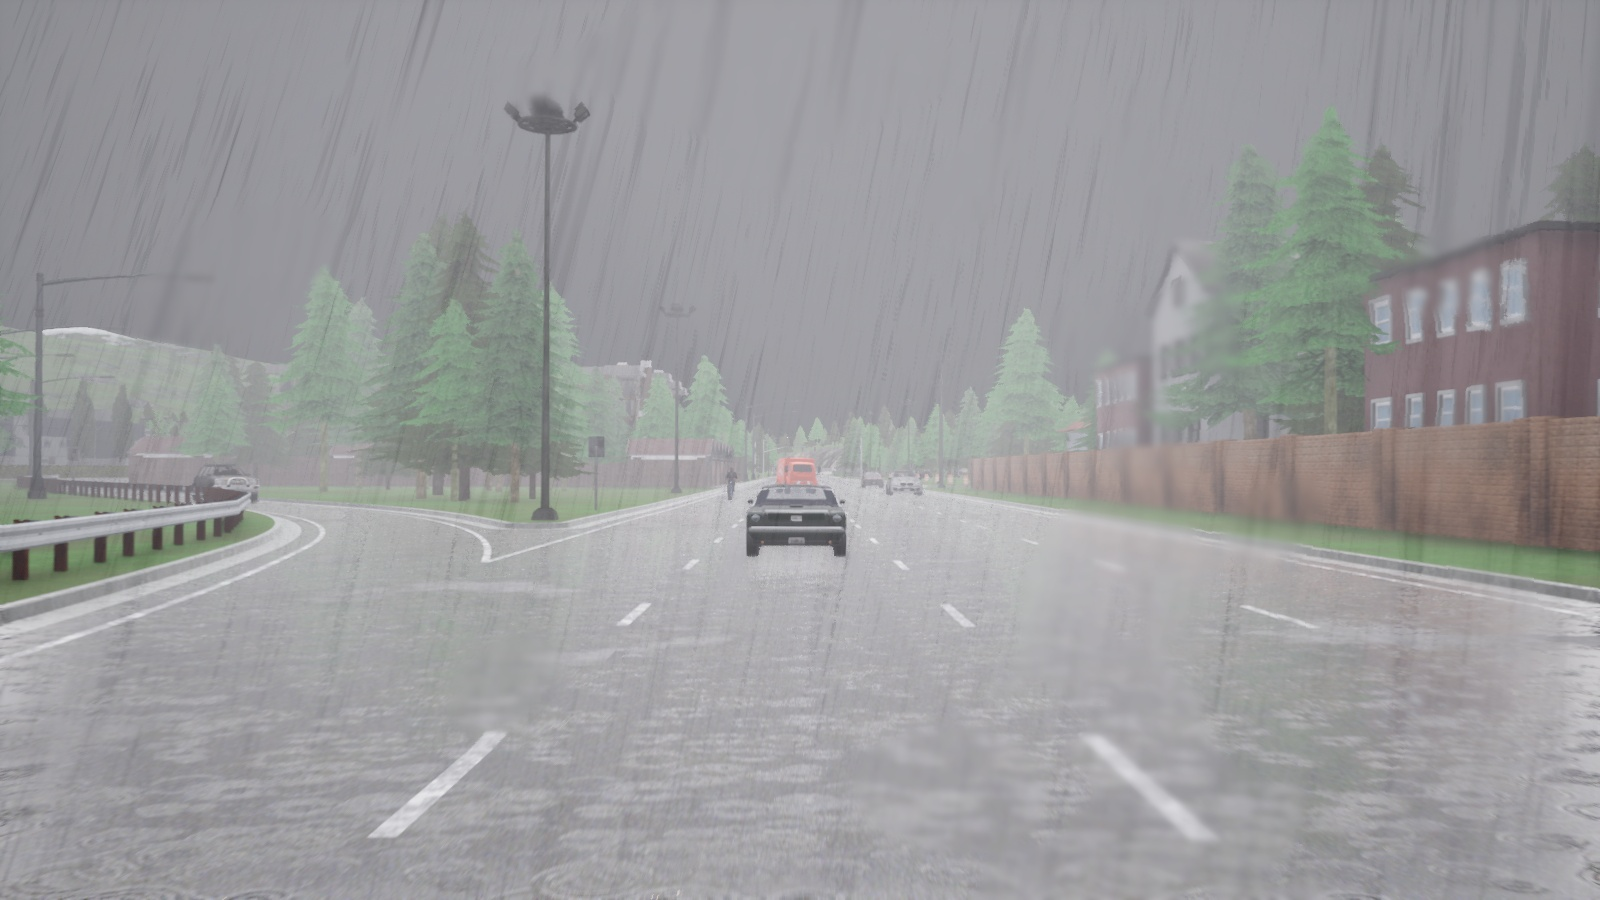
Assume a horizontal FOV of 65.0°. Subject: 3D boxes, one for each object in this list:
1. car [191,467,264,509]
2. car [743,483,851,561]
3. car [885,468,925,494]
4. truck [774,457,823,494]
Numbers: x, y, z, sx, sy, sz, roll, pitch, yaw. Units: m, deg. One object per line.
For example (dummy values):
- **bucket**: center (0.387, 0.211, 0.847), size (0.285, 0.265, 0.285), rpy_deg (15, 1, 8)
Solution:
- **car**: center (-26.059, 1.692, 57.071), size (1.932, 1.855, 4.605), rpy_deg (1, -1, -38)
- **car**: center (-0.059, 1.322, 24.317), size (1.895, 1.301, 4.718), rpy_deg (0, -1, 0)
- **car**: center (6.949, 2.030, 83.436), size (2.242, 1.667, 4.611), rpy_deg (0, -1, 0)
- **truck**: center (-0.144, 1.797, 87.482), size (2.627, 2.467, 5.204), rpy_deg (1, -1, -8)
